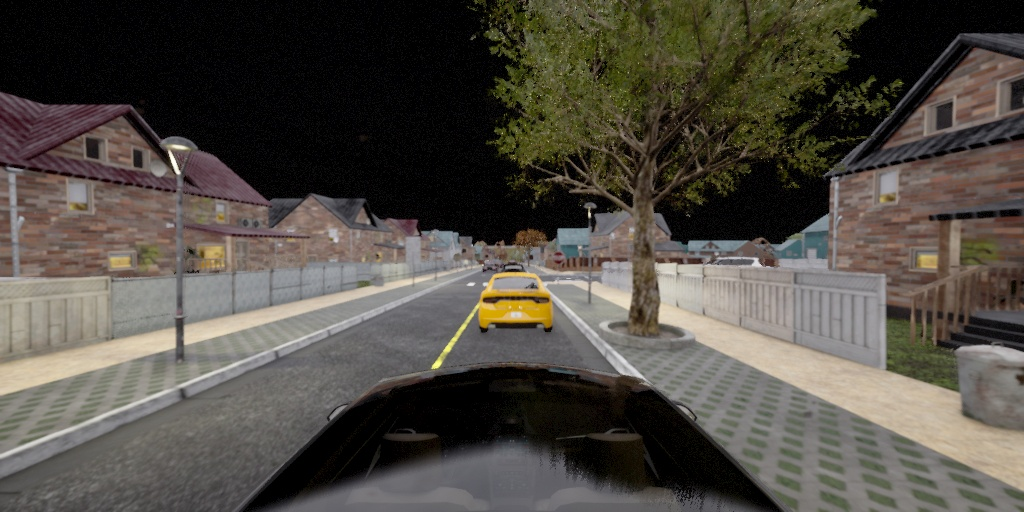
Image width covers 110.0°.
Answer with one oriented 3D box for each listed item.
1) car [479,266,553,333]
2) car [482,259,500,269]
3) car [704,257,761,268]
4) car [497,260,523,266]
[{"bbox_3d":[0.098,1.231,10.842,1.882,1.535,5.008,0,0,0],"label":"car"},{"bbox_3d":[-2.828,1.443,47.025,1.994,1.385,4.181,0,0,0],"label":"car"},{"bbox_3d":[18.750,1.107,31.533,5.566,2.045,2.150,1,2,11],"label":"car"},{"bbox_3d":[0.104,1.292,25.625,1.837,1.490,4.892,0,0,0],"label":"car"}]
